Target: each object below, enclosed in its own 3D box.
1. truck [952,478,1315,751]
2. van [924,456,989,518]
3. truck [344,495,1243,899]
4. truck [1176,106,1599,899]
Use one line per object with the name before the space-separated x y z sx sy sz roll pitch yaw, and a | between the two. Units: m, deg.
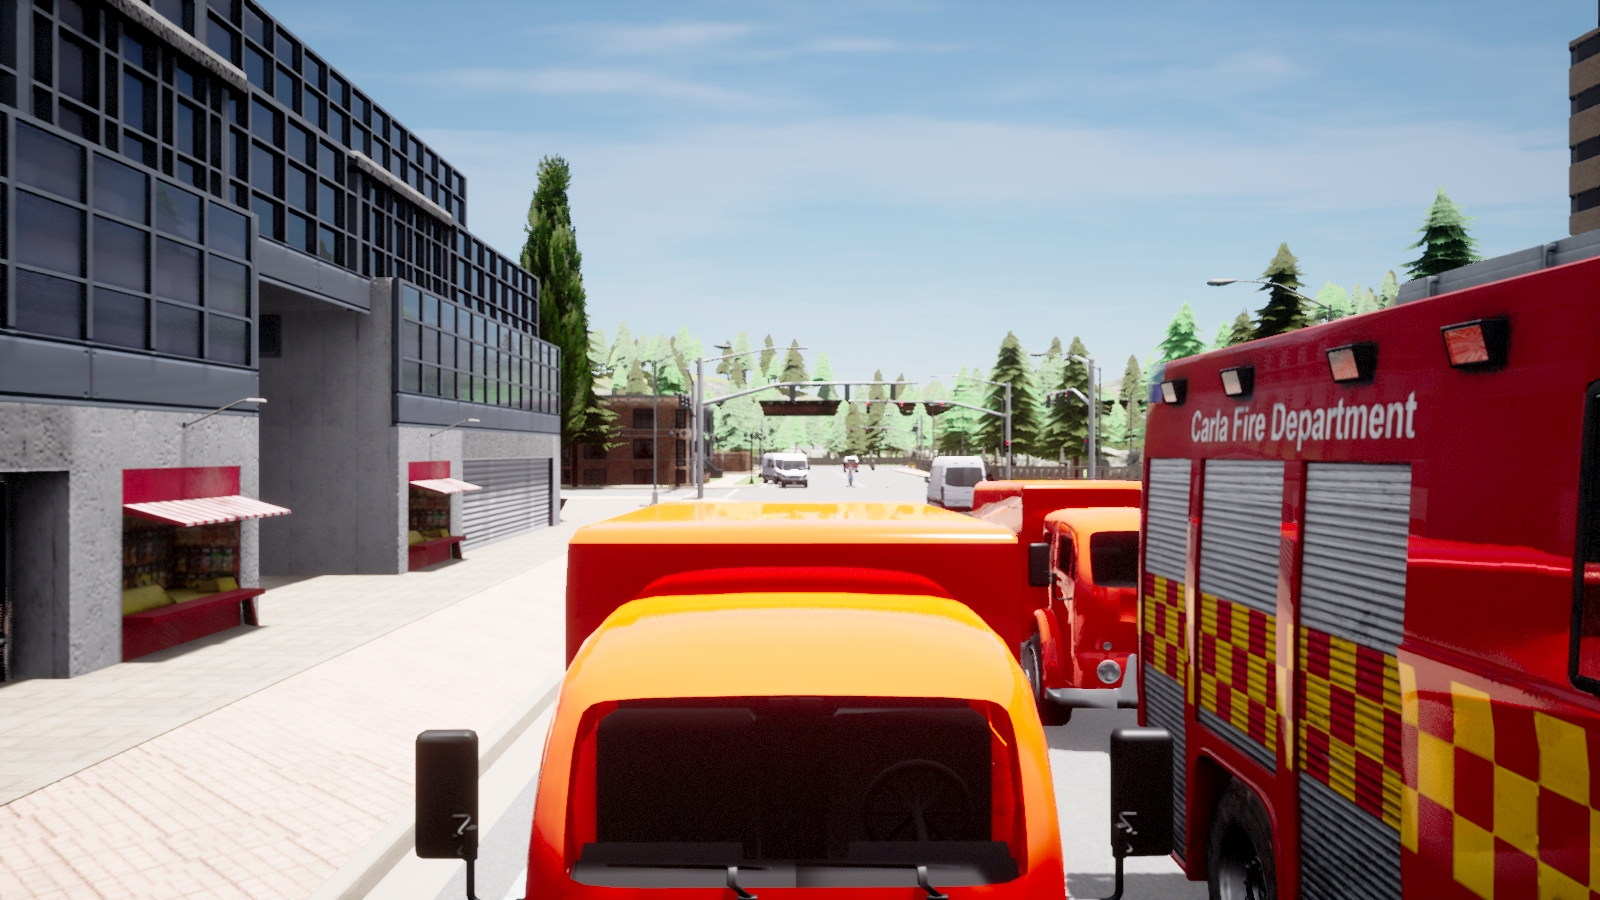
truck | 3.435 1.585 13.182 2.627 2.467 5.204 0 -1 0
van | 6.804 1.550 50.267 1.988 2.561 5.915 0 0 0
truck | -0.041 1.571 5.942 2.627 2.467 5.204 0 0 -1
truck | 3.821 0.892 3.086 2.891 3.827 8.468 0 0 1
